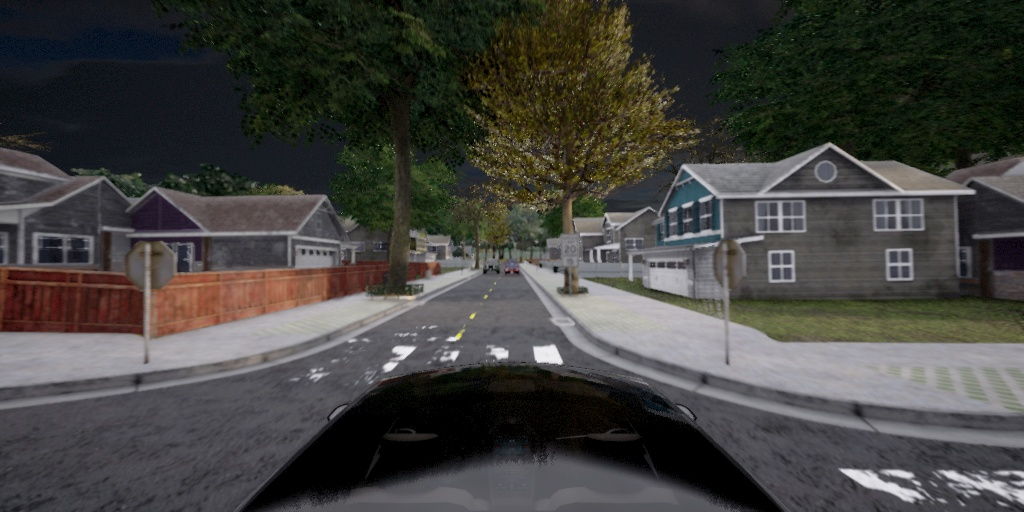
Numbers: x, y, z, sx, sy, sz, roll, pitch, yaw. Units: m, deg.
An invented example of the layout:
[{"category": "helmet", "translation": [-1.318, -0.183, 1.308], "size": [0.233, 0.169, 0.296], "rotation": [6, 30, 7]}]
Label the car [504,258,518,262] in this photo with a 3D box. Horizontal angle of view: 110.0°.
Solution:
[{"category": "car", "translation": [-0.004, 1.374, 54.659], "size": [2.150, 2.045, 5.566], "rotation": [-1, 0, 0]}]

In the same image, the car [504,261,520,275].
[{"category": "car", "translation": [-0.001, 1.678, 44.649], "size": [1.895, 1.301, 4.718], "rotation": [-1, 0, 0]}]

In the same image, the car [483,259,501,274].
[{"category": "car", "translation": [-2.755, 1.376, 49.182], "size": [2.150, 2.045, 5.566], "rotation": [-1, 0, 0]}]
